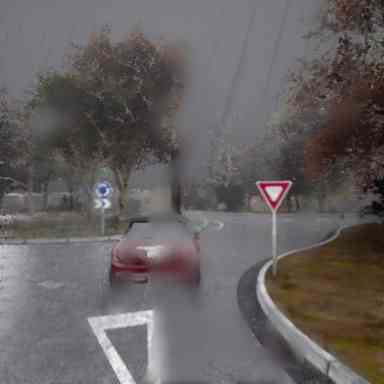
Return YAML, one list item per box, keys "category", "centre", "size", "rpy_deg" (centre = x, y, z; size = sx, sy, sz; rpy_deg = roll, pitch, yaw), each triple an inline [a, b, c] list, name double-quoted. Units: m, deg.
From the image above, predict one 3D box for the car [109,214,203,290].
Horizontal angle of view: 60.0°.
- category: "car"
  centre: [-0.780, 1.398, 9.391]
  size: [2.097, 1.767, 4.553]
  rpy_deg: [0, 0, 1]

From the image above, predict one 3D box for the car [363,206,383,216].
- category: "car"
  centre: [19.392, 1.565, 33.104]
  size: [5.008, 1.535, 1.882]
  rpy_deg: [-1, 0, -16]
